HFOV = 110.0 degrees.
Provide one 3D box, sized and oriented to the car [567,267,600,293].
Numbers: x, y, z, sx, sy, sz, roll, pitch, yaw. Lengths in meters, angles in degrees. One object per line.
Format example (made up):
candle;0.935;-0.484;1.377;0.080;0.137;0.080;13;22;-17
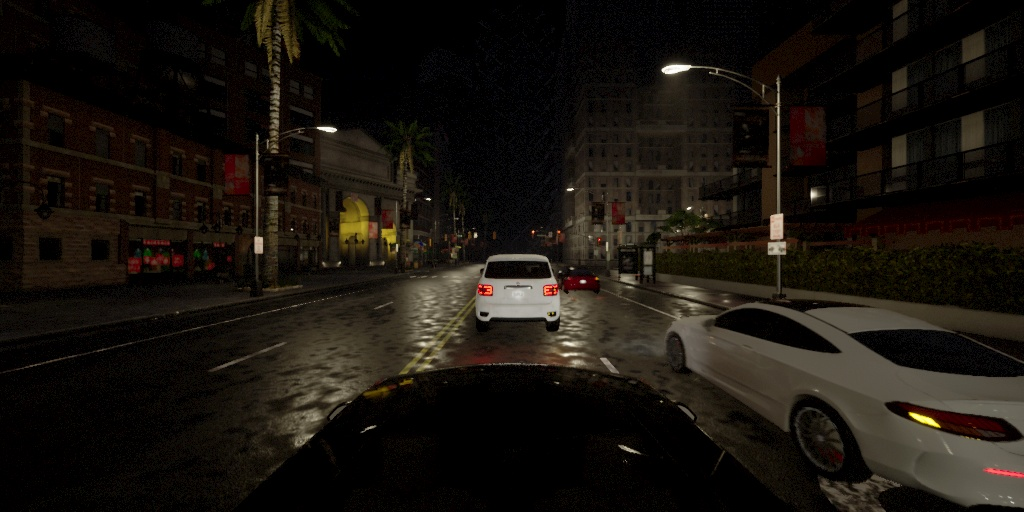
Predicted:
car;3.721;1.313;20.709;1.994;1.385;4.181;0;0;0

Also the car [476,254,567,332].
car;0.159;0.972;11.043;2.150;2.045;5.566;0;0;0

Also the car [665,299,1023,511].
car;3.662;1.275;4.531;1.812;1.442;4.674;0;0;0
